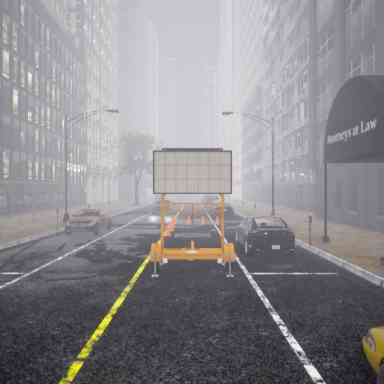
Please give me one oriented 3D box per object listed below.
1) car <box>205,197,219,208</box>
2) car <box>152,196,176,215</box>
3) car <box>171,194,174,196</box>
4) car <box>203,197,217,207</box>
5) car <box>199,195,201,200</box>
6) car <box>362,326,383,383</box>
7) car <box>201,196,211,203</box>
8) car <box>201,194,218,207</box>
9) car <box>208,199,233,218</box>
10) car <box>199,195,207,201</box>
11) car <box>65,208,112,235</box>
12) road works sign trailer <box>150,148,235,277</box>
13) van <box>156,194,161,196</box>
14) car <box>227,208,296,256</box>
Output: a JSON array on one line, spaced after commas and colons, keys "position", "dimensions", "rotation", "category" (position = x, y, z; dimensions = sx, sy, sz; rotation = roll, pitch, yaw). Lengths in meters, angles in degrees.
[{"position": [2.757, 1.535, 35.714], "dimensions": [1.887, 1.381, 4.507], "rotation": [0, 0, 0], "category": "car"}, {"position": [-2.934, 1.496, 33.857], "dimensions": [1.837, 1.490, 4.892], "rotation": [0, 0, 0], "category": "car"}, {"position": [-5.554, 1.514, 69.923], "dimensions": [2.008, 1.369, 4.403], "rotation": [0, 0, 0], "category": "car"}, {"position": [2.791, 1.524, 52.808], "dimensions": [1.887, 1.381, 4.507], "rotation": [0, 0, 0], "category": "car"}, {"position": [2.802, 1.289, 58.507], "dimensions": [2.192, 1.841, 5.009], "rotation": [0, 0, 0], "category": "car"}, {"position": [2.687, 1.525, 1.697], "dimensions": [1.752, 1.417, 4.829], "rotation": [0, 0, 0], "category": "car"}, {"position": [2.826, 1.508, 69.904], "dimensions": [1.887, 1.381, 4.507], "rotation": [0, 0, 0], "category": "car"}, {"position": [2.779, 1.299, 47.111], "dimensions": [2.192, 1.841, 5.009], "rotation": [0, 0, 0], "category": "car"}, {"position": [2.745, 1.559, 30.016], "dimensions": [1.947, 1.339, 4.313], "rotation": [0, 0, 0], "category": "car"}, {"position": [2.862, 1.466, 87.169], "dimensions": [1.752, 1.417, 4.829], "rotation": [0, 0, 0], "category": "car"}, {"position": [-5.659, 1.579, 18.643], "dimensions": [1.802, 1.307, 4.206], "rotation": [0, 0, 0], "category": "car"}, {"position": [0.018, 0.463, 10.214], "dimensions": [2.380, 3.560, 2.880], "rotation": [0, 0, 0], "category": "road works sign trailer"}, {"position": [-5.579, 1.315, 58.529], "dimensions": [1.690, 1.788, 3.998], "rotation": [0, 0, 0], "category": "van"}, {"position": [2.710, 1.549, 12.922], "dimensions": [2.008, 1.369, 4.403], "rotation": [0, 0, 0], "category": "car"}]
